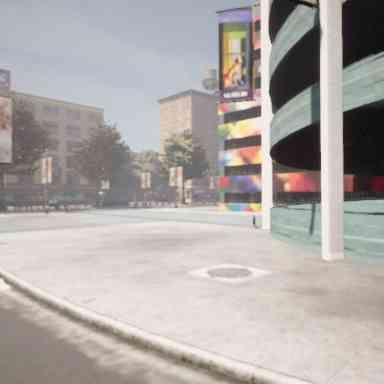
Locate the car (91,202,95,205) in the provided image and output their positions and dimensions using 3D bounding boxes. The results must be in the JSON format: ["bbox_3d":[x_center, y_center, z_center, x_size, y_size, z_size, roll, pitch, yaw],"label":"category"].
[{"bbox_3d":[-17.703,2.229,66.552,4.902,1.511,2.128,0,-1,-44],"label":"car"}]

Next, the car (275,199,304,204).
[{"bbox_3d":[11.793,1.672,41.601,4.674,1.452,2.002,0,-1,-44],"label":"car"}]

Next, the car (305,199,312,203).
[{"bbox_3d":[17.654,1.850,53.063,4.786,1.482,2.161,0,-1,-44],"label":"car"}]

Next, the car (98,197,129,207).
[{"bbox_3d":[-14.937,1.911,64.418,5.566,2.045,2.150,0,-1,-44],"label":"car"}]
